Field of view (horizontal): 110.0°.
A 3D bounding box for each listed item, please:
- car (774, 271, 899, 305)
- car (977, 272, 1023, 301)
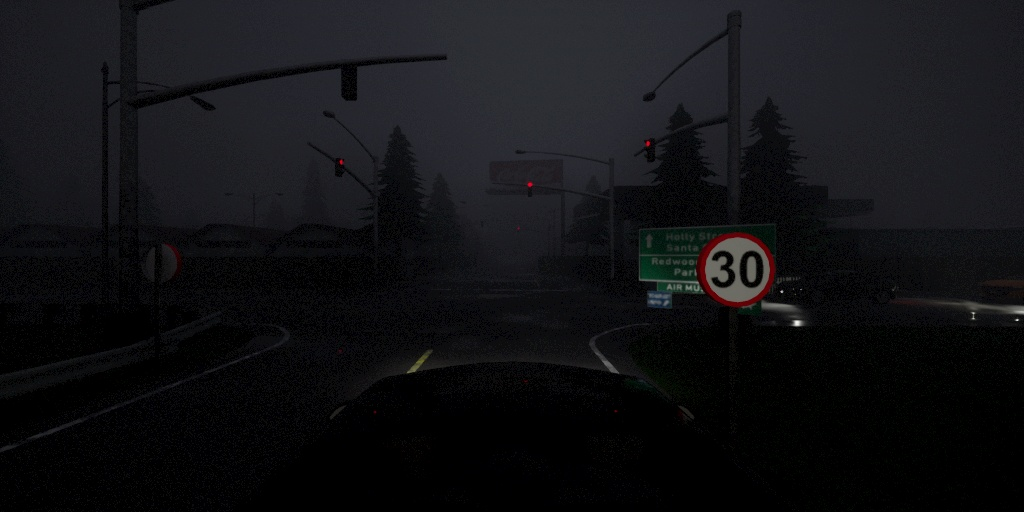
[{"bbox_3d":[15.197,1.446,16.947,4.892,1.490,1.837,0,0,1],"label":"car"},{"bbox_3d":[25.133,1.419,16.817,5.008,1.535,1.882,0,0,1],"label":"car"}]
